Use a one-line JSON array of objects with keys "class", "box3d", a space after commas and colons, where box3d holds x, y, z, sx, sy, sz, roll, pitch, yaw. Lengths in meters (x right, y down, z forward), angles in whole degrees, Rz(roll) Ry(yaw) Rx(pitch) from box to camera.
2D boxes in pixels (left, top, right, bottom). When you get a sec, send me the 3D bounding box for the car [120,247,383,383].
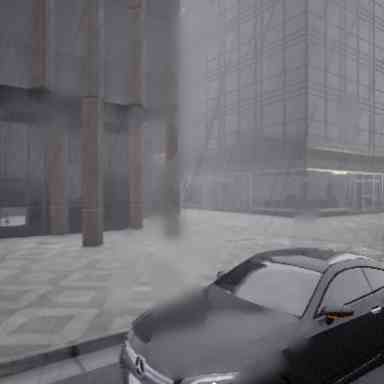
[{"class": "car", "box3d": [1.398, 1.528, 4.382, 4.674, 1.442, 1.812, 0, 0, -35]}]
